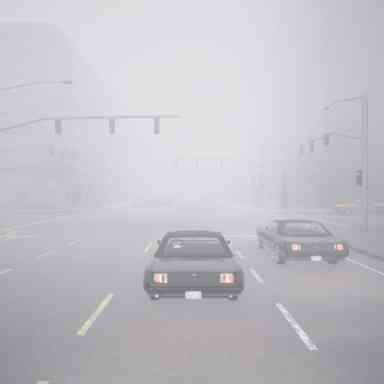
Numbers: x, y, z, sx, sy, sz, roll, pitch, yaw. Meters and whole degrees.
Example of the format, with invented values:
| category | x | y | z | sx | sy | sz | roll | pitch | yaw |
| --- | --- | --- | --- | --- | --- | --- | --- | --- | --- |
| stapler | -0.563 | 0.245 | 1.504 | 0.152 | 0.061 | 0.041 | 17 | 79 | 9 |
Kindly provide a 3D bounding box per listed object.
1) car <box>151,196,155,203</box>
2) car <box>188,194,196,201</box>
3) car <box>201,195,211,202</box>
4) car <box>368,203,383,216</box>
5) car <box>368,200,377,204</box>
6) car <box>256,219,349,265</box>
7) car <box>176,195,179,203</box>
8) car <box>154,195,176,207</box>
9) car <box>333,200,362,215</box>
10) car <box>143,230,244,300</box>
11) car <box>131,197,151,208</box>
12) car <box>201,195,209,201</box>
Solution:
| category | x | y | z | sx | sy | sz | roll | pitch | yaw |
| --- | --- | --- | --- | --- | --- | --- | --- | --- | --- |
| car | -7.371 | 1.547 | 64.512 | 2.033 | 1.411 | 5.357 | 0 | 0 | 1 |
| car | -0.097 | 1.355 | 87.295 | 2.097 | 1.767 | 4.553 | 0 | 0 | 1 |
| car | 3.303 | 1.595 | 77.448 | 1.895 | 1.301 | 4.718 | 0 | 0 | 1 |
| car | 3.594 | 1.221 | 1.943 | 2.150 | 2.045 | 5.566 | 0 | 0 | 0 |
| car | 19.275 | 1.547 | 30.806 | 4.902 | 1.511 | 2.128 | 0 | 0 | 0 |
| car | 3.550 | 1.601 | 11.695 | 1.895 | 1.301 | 4.718 | 0 | 0 | 0 |
| car | -3.940 | 1.506 | 60.263 | 1.837 | 1.490 | 4.892 | 0 | 0 | 1 |
| car | -4.030 | 1.547 | 50.308 | 2.033 | 1.411 | 5.357 | 0 | 0 | 0 |
| car | 17.213 | 1.533 | 34.309 | 5.008 | 1.535 | 1.882 | 0 | 0 | 0 |
| car | 0.044 | 1.601 | 8.310 | 1.895 | 1.301 | 4.718 | 0 | 0 | 0 |
| car | -7.513 | 1.505 | 47.902 | 1.837 | 1.490 | 4.892 | 0 | 0 | 0 |
| car | 3.404 | 1.553 | 87.423 | 1.994 | 1.385 | 4.181 | 0 | 0 | 1 |
